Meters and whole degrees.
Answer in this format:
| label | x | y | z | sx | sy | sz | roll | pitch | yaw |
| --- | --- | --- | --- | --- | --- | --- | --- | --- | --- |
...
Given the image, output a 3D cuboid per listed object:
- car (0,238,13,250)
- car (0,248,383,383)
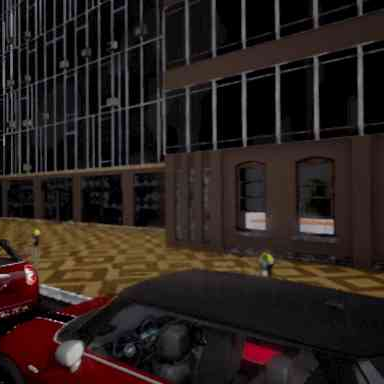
| label | x | y | z | sx | sy | sz | roll | pitch | yaw |
| --- | --- | --- | --- | --- | --- | --- | --- | --- | --- |
| car | -4.726 | 1.494 | 6.245 | 4.097 | 1.590 | 1.967 | -1 | 0 | 35 |
| car | -0.091 | 1.452 | 2.941 | 4.097 | 1.590 | 1.967 | -1 | 0 | 35 |
